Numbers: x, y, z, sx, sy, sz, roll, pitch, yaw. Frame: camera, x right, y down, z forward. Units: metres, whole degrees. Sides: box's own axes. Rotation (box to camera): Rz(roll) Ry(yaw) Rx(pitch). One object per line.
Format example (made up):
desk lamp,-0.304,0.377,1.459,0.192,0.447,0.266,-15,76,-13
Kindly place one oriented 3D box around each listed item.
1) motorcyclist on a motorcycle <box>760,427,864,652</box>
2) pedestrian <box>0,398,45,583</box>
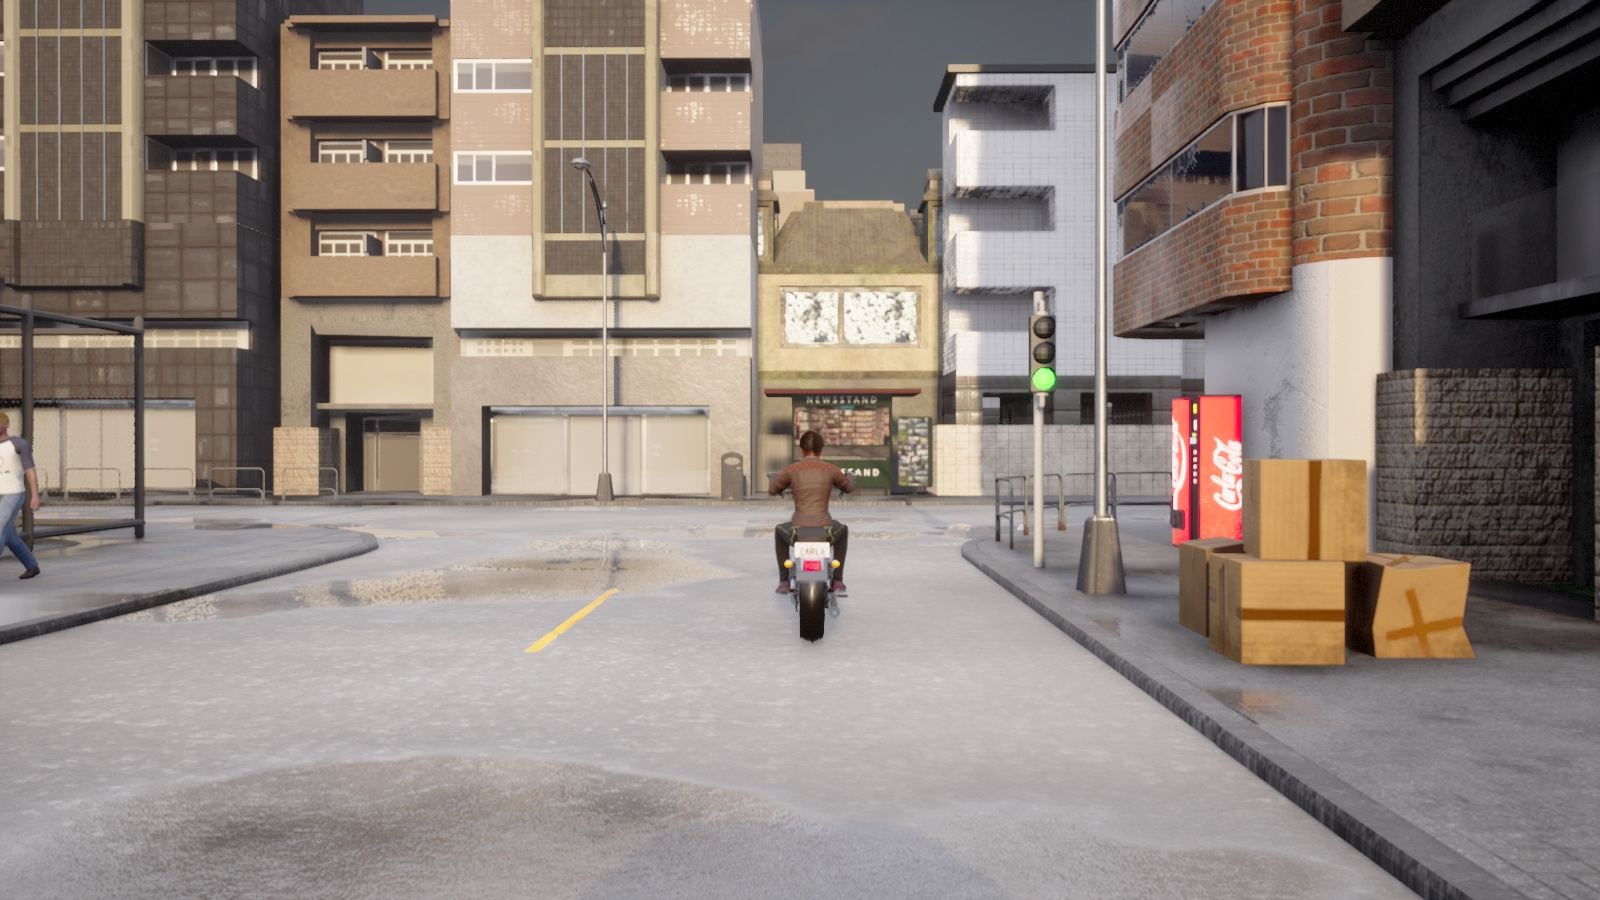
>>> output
motorcyclist on a motorcycle,0.096,0.656,10.400,0.766,1.649,2.350,0,0,0
pedestrian,-8.091,0.399,12.761,0.354,1.836,0.706,0,0,7
